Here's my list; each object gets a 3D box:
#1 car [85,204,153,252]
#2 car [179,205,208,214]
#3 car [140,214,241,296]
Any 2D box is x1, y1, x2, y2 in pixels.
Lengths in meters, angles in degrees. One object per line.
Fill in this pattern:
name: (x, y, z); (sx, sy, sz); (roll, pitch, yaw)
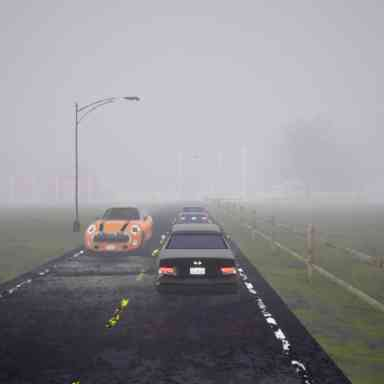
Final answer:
car: (-2.850, 1.353, 13.903); (2.097, 1.767, 4.553); (0, 0, 0)
car: (0.101, 1.556, 21.493); (2.033, 1.411, 5.357); (0, 0, 0)
car: (0.100, 1.548, 8.825); (2.033, 1.411, 5.357); (0, 0, 0)
